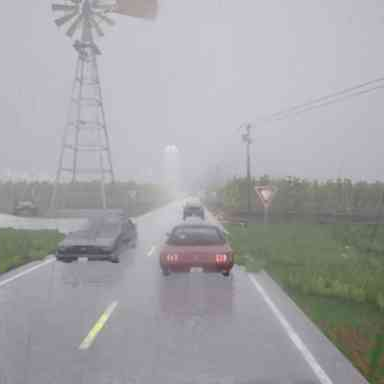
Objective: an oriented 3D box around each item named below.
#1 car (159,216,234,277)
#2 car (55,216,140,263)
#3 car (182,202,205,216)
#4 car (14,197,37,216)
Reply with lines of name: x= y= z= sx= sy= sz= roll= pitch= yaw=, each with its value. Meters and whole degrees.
car: x=0.119 y=1.664 z=10.430 sx=1.895 sy=1.301 sz=4.718 roll=0 pitch=0 yaw=0
car: x=-3.204 y=1.622 z=12.493 sx=2.033 sy=1.411 sz=5.357 roll=0 pitch=0 yaw=1
car: x=0.156 y=1.688 z=30.530 sx=1.837 sy=1.490 sz=4.892 roll=0 pitch=0 yaw=0
car: x=-17.159 y=1.419 z=34.120 sx=1.905 sy=1.878 sz=3.866 roll=0 pitch=0 yaw=-31
